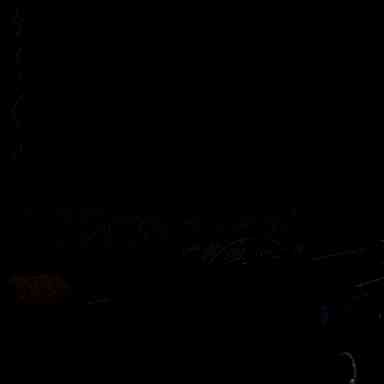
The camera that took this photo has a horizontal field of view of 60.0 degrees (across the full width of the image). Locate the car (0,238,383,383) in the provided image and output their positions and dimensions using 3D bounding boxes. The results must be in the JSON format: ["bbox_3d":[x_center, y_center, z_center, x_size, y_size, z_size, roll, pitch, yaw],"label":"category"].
[{"bbox_3d":[-0.077,1.546,3.326,5.357,1.411,2.033,0,0,-35],"label":"car"}]

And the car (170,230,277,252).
[{"bbox_3d":[0.619,1.546,7.089,4.403,1.369,2.008,0,0,-36],"label":"car"}]

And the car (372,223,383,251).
[{"bbox_3d":[8.655,1.538,12.823,4.403,1.369,2.008,0,0,-36],"label":"car"}]

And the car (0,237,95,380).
[{"bbox_3d":[-3.825,1.526,3.918,4.829,1.417,1.752,0,0,-36],"label":"car"}]
